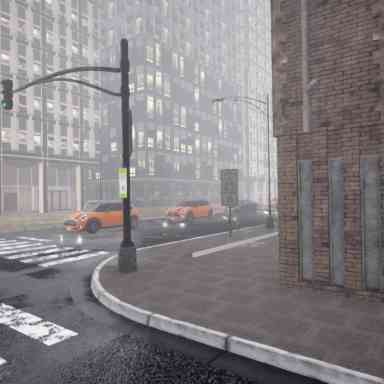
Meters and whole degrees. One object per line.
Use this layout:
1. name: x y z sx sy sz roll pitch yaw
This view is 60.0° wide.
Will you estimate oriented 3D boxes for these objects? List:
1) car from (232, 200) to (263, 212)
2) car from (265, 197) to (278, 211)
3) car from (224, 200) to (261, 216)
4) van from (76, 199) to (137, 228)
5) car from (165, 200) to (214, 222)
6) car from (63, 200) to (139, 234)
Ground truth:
1. car: 6.992 1.689 41.367 1.752 1.417 4.829 -2 -1 36
2. car: 11.075 1.471 42.538 2.097 1.767 4.553 -1 -1 36
3. car: 5.130 1.590 34.359 2.128 1.511 4.902 -1 -1 36
4. van: -5.917 1.460 23.512 1.690 1.788 3.998 -2 -1 36
5. car: -0.150 1.433 27.066 2.097 1.767 4.553 -1 -1 36
6. car: -5.358 1.416 19.912 2.097 1.767 4.553 -1 -1 37
